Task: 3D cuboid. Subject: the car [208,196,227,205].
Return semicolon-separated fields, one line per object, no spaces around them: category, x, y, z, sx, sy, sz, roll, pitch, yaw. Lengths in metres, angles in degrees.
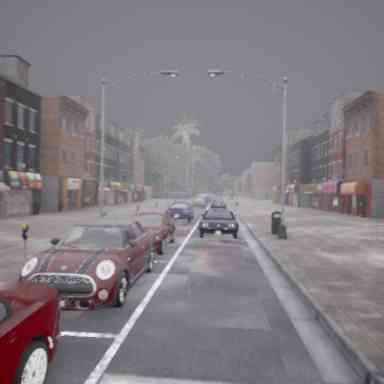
car;3.435;1.522;42.736;1.994;1.385;4.181;1;0;5

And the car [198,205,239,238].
car;1.408;1.578;17.593;1.895;1.301;4.718;1;0;5

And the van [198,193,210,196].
van;1.388;1.254;51.243;1.690;1.788;3.998;1;0;5

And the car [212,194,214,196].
car;3.138;1.476;73.029;2.008;1.369;4.403;1;0;5

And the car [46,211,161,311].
car;-2.121;1.381;7.671;1.967;1.590;4.097;1;0;5

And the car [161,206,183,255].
car;-1.684;1.479;13.119;1.887;1.381;4.507;1;0;5

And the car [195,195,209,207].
car;0.945;1.492;45.796;1.802;1.307;4.206;1;0;5

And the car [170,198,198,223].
car;-0.848;1.444;24.904;1.812;1.442;4.674;1;0;5

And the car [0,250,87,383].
car;-2.559;1.492;2.225;1.887;1.381;4.507;1;0;5
